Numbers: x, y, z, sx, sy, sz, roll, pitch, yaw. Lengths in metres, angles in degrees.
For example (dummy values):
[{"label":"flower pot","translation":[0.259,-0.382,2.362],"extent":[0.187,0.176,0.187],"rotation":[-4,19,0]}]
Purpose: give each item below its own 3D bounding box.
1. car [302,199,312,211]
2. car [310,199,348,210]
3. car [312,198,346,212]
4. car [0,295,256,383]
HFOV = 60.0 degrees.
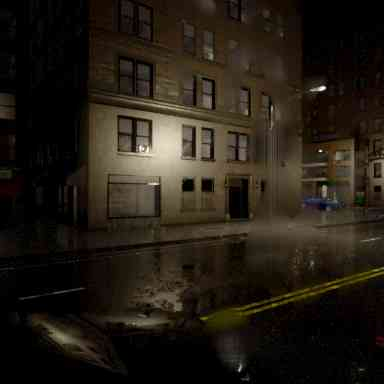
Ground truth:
[{"label":"car","translation":[11.507,1.421,39.213],"extent":[1.967,1.590,4.097],"rotation":[0,0,-36]},{"label":"car","translation":[18.037,1.577,43.876],"extent":[1.947,1.339,4.313],"rotation":[0,0,-36]},{"label":"car","translation":[14.972,1.469,38.724],"extent":[1.882,1.535,5.008],"rotation":[0,0,-36]},{"label":"car","translation":[-1.581,1.526,2.308],"extent":[4.674,1.442,1.812],"rotation":[0,0,-36]}]
